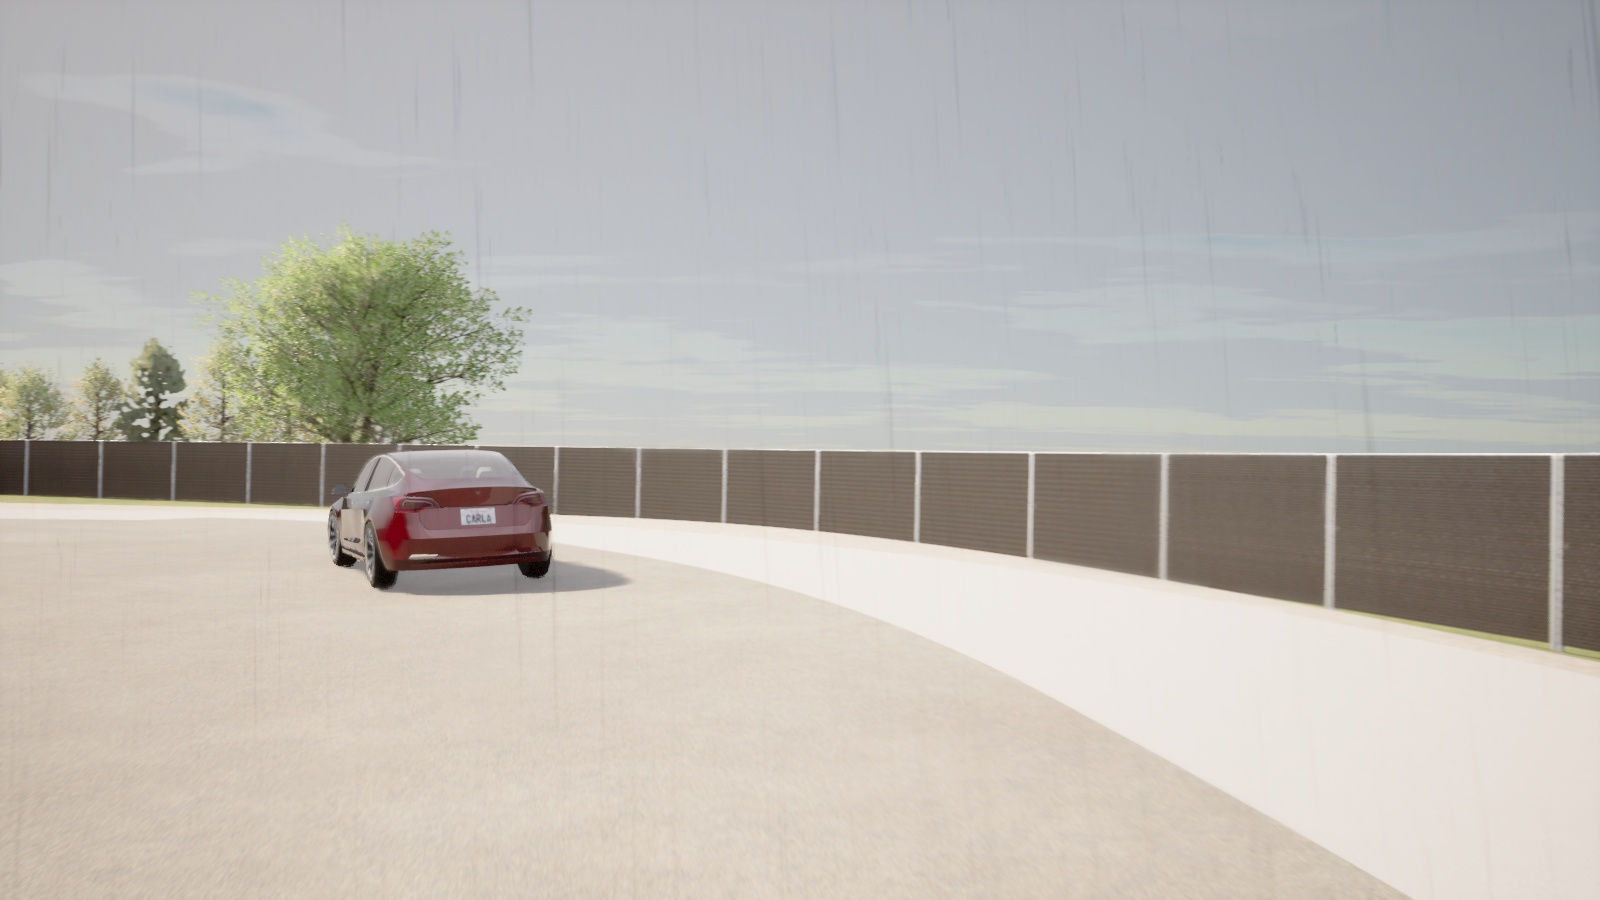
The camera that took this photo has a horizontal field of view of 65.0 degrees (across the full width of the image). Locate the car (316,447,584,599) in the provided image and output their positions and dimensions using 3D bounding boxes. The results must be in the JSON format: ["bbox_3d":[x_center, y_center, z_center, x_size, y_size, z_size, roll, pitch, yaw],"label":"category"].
[{"bbox_3d":[-4.427,0.734,15.276,2.163,1.488,4.792,-1,1,-27],"label":"car"}]
